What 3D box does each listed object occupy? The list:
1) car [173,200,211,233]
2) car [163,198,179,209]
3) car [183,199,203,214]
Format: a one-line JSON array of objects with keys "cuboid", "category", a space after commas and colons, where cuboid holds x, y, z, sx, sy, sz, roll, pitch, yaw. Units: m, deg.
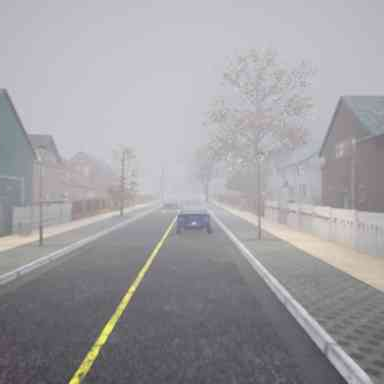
[{"cuboid": [0.100, 1.480, 19.732, 1.882, 1.535, 5.008, 0, 0, 0], "category": "car"}, {"cuboid": [-2.752, 1.481, 44.293, 1.882, 1.535, 5.008, 0, 0, 0], "category": "car"}, {"cuboid": [0.098, 1.547, 37.205, 2.033, 1.411, 5.357, 0, 0, 0], "category": "car"}]
